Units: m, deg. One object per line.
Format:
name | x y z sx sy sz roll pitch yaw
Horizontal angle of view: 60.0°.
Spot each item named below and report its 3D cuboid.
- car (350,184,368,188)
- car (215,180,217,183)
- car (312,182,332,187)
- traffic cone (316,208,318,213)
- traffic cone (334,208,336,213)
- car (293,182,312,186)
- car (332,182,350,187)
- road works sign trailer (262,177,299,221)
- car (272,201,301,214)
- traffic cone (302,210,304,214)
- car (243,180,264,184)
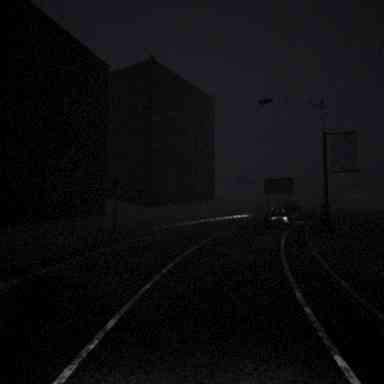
car | 40.524 -1.168 82.576 4.792 1.488 2.163 2 -5 -20
car | 3.349 -2.322 71.558 4.553 1.767 2.185 1 -5 -15
car | 29.894 -1.554 78.909 5.008 1.535 2.097 2 -5 -17
traffic cone | 14.629 2.211 38.998 0.340 0.580 0.340 -4 -3 35
traffic cone | 16.263 2.111 37.858 0.340 0.580 0.340 -4 -3 35
car | 24.594 -1.676 77.271 4.674 1.452 2.002 2 -5 -16
car | 35.135 -1.509 80.658 4.553 1.767 2.185 2 -5 -18
road works sign trailer | 7.438 0.589 28.290 2.380 3.560 2.880 -2 -2 30
car | 10.962 1.850 38.365 1.837 1.490 4.892 -4 -3 41
traffic cone | 12.666 2.232 37.932 0.340 0.580 0.340 -3 -3 35
car | 13.926 -1.983 74.338 4.892 1.521 2.231 1 -5 -15
